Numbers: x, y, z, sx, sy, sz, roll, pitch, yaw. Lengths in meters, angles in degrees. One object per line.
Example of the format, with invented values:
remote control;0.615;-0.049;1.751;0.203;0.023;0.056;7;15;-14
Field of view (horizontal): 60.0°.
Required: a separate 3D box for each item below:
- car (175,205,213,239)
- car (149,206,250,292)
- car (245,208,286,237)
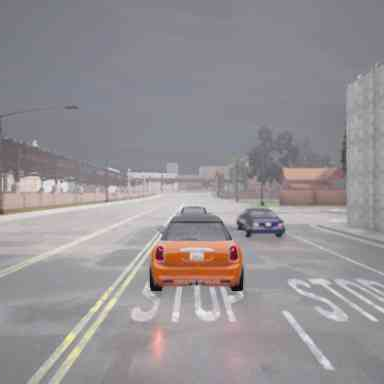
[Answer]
car;0.099;1.545;18.572;1.837;1.490;4.892;0;0;0
car;0.099;1.373;9.148;2.097;1.767;4.553;0;0;0
car;3.598;1.585;18.187;2.033;1.411;5.357;0;0;0
